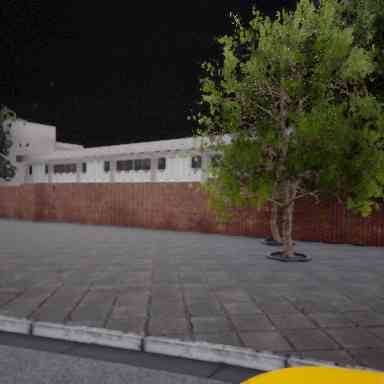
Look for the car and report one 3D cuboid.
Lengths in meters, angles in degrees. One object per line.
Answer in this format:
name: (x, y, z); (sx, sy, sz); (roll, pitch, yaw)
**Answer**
car: (2.230, 1.479, 0.972); (5.008, 1.535, 1.882); (0, 0, 24)
